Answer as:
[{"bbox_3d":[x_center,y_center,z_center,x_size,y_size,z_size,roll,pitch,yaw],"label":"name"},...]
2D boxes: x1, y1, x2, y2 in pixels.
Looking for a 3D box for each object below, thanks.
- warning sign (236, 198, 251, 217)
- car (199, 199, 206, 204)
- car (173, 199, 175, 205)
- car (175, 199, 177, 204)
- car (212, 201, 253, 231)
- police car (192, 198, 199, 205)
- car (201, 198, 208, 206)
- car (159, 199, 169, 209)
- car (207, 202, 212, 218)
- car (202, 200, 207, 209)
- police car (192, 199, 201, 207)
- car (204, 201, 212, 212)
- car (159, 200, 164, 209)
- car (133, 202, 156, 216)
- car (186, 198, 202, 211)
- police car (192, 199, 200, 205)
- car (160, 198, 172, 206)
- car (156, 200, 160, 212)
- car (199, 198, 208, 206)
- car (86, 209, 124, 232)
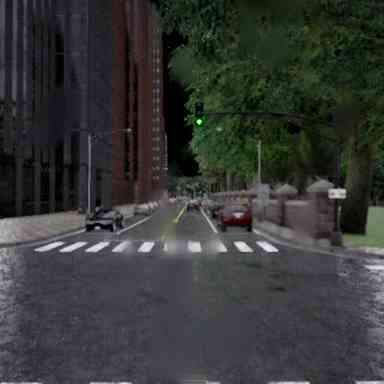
[{"bbox_3d":[5.098,1.523,33.051,1.300,1.860,1.060,0,-1,0],"label":"warning sign"},{"bbox_3d":[2.851,2.718,93.492,1.752,1.417,4.829,0,-1,0],"label":"car"},{"bbox_3d":[-5.690,2.517,76.958,1.887,1.381,4.507,0,-1,0],"label":"car"},{"bbox_3d":[-5.680,2.558,87.873,1.967,1.590,4.097,0,-1,0],"label":"car"},{"bbox_3d":[2.783,1.588,22.396,2.192,1.841,5.009,0,-1,0],"label":"car"},{"bbox_3d":[0.984,2.560,89.157,1.930,1.638,5.238,0,-1,0],"label":"police car"},{"bbox_3d":[2.809,2.060,49.675,1.967,1.590,4.097,0,-1,0],"label":"car"},{"bbox_3d":[-5.706,2.341,60.588,1.802,1.307,4.206,0,-1,0],"label":"car"},{"bbox_3d":[2.794,1.977,33.305,1.947,1.339,4.313,0,-1,0],"label":"car"},{"bbox_3d":[2.804,2.101,44.217,2.008,1.369,4.403,0,-1,0],"label":"car"},{"bbox_3d":[0.969,2.348,73.158,1.930,1.638,5.238,0,-1,0],"label":"police car"},{"bbox_3d":[2.799,2.032,38.761,2.008,1.369,4.403,0,-1,0],"label":"car"},{"bbox_3d":[-5.716,2.202,49.675,1.802,1.307,4.206,0,-1,0],"label":"car"},{"bbox_3d":[-5.726,2.031,38.762,2.008,1.369,4.403,0,-1,0],"label":"car"},{"bbox_3d":[0.149,2.159,52.347,1.837,1.490,4.892,0,-1,0],"label":"car"},{"bbox_3d":[0.960,2.481,83.158,1.930,1.638,5.238,0,-1,0],"label":"police car"},{"bbox_3d":[-5.700,2.145,66.048,2.192,1.841,5.009,0,-1,0],"label":"car"},{"bbox_3d":[-5.721,2.132,44.218,1.802,1.307,4.206,0,-1,0],"label":"car"},{"bbox_3d":[2.840,2.360,82.413,2.192,1.841,5.009,0,-1,0],"label":"car"},{"bbox_3d":[-5.742,1.838,22.392,1.947,1.339,4.313,0,-1,0],"label":"car"}]
